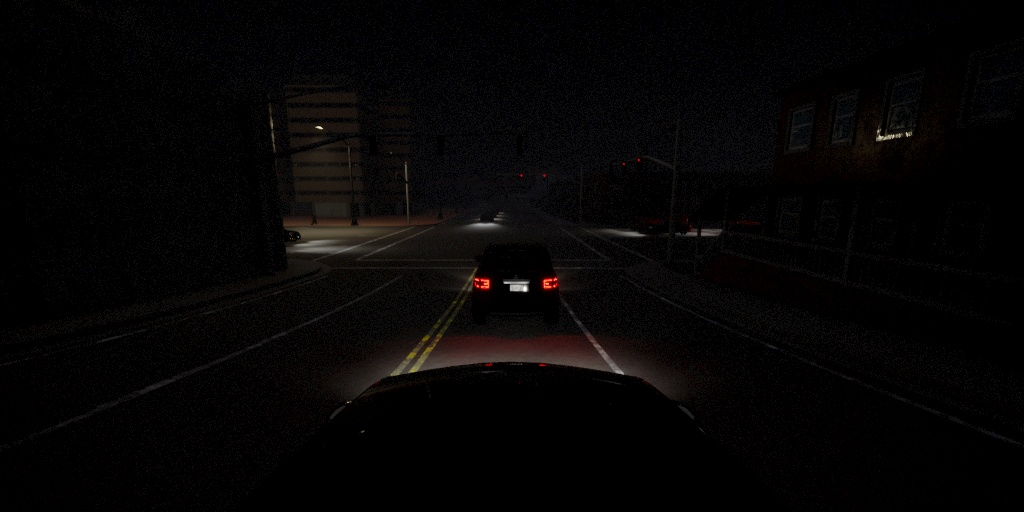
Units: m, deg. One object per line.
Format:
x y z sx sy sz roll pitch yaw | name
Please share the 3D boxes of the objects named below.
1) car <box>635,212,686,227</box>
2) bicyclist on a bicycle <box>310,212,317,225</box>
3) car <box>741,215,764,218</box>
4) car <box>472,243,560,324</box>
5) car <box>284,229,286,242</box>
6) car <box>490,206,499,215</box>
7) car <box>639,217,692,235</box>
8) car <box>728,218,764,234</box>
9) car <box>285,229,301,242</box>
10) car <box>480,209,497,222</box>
16.761 -3.867 40.116 5.566 2.045 2.150 0 10 0 | car
-25.386 -4.785 45.844 0.582 1.620 1.656 0 10 0 | bicyclist on a bicycle
26.424 -3.732 40.129 4.553 1.767 2.097 0 10 0 | car
0.061 0.602 10.736 2.150 2.045 5.566 0 4 -1 | car
-19.917 -1.232 26.175 4.902 1.511 2.128 0 10 0 | car
-3.736 -7.450 62.863 1.812 1.442 4.674 0 10 0 | car
15.954 -2.978 36.713 4.674 1.442 1.812 0 10 0 | car
25.053 -2.901 36.724 4.718 1.301 1.895 0 10 0 | car
-20.111 -1.807 29.620 4.892 1.490 1.837 0 10 0 | car
-3.737 -5.881 54.116 1.895 1.301 4.718 0 10 0 | car
